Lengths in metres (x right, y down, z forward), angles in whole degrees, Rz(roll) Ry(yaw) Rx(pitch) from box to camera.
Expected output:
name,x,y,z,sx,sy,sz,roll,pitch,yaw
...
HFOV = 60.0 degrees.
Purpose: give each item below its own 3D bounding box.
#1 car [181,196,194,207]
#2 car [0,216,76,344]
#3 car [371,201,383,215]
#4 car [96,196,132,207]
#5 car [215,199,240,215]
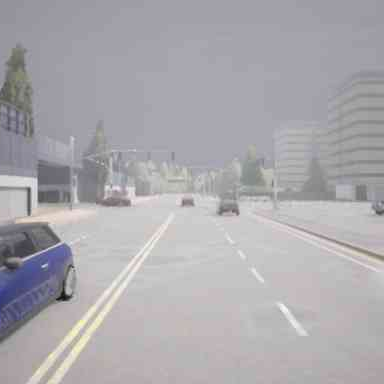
name,x,y,z,sx,sy,sz,roll,pitch,yaw
car,-0.651,1.345,49.558,1.882,1.535,5.008,0,0,-2
car,-3.557,1.341,5.266,2.097,1.767,4.553,0,0,0
car,17.766,1.079,28.008,4.605,1.855,1.932,0,0,-2
car,-11.088,1.351,47.149,5.008,1.535,1.882,0,0,10
car,3.398,1.419,32.030,1.837,1.490,4.892,0,0,-1
